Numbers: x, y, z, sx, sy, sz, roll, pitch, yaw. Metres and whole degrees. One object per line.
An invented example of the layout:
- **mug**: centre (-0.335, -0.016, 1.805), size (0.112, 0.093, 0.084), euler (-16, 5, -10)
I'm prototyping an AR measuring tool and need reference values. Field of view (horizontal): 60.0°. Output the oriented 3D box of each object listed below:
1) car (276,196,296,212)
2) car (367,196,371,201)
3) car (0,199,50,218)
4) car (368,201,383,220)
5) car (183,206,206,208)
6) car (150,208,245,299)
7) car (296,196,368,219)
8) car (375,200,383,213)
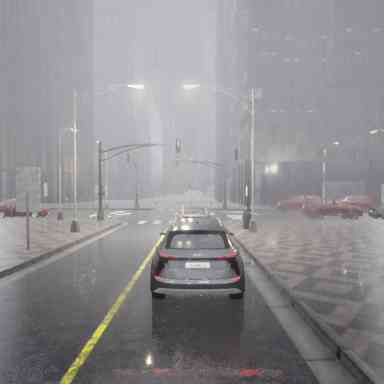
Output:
- **car**: centre (12.188, 1.325, 37.727), size (5.009, 1.841, 2.192), euler (0, 1, 0)
- **car**: centre (17.831, 1.353, 37.732), size (5.009, 1.841, 2.192), euler (0, 1, 0)
- **car**: centre (-14.857, 1.567, 29.184), size (4.507, 1.381, 1.887), euler (0, 1, 0)
- **car**: centre (17.827, 1.742, 29.211), size (4.313, 1.339, 1.947), euler (0, 1, 0)
- **car**: centre (0.133, 1.507, 17.521), size (1.837, 1.490, 4.892), euler (0, 0, 0)
- **car**: centre (0.126, 1.428, 8.434), size (2.033, 1.649, 4.856), euler (0, 0, 1)
- **car**: centre (12.184, 1.463, 29.203), size (5.009, 1.841, 2.192), euler (0, 1, 0)
- **car**: centre (23.473, 1.634, 37.739), size (4.313, 1.339, 1.947), euler (0, 1, 0)
